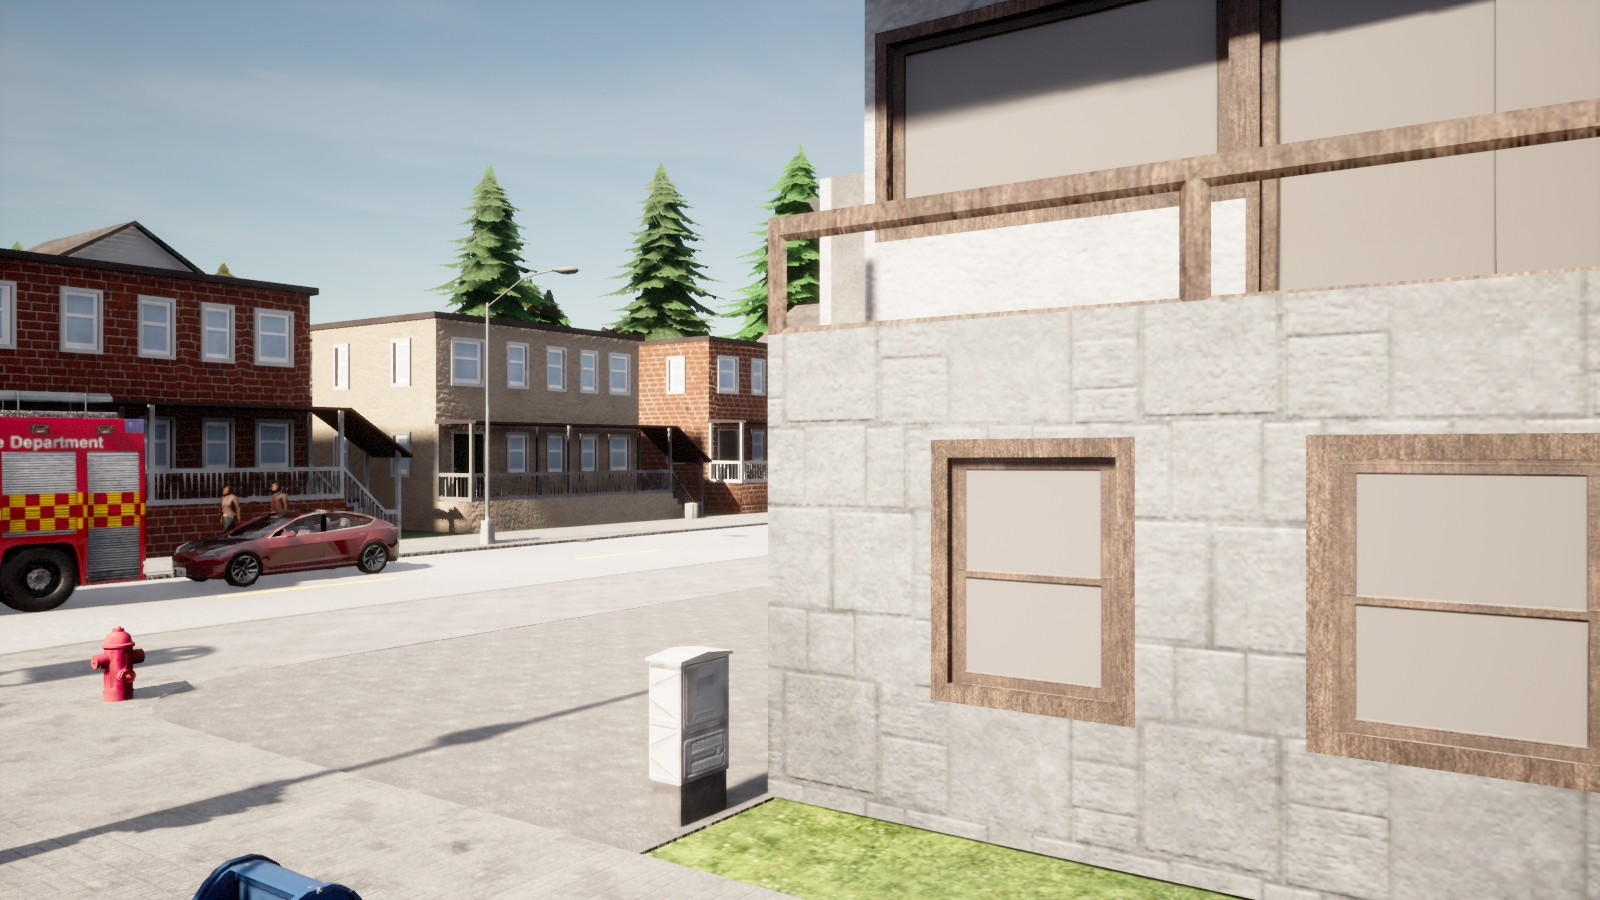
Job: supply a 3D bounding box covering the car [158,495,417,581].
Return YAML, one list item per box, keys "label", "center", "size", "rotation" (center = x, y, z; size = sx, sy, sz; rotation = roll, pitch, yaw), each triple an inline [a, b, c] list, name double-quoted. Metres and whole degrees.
- label: "car"
  center: [-11.152, 1.843, 25.200]
  size: [2.163, 1.488, 4.792]
  rotation: [0, 0, 35]

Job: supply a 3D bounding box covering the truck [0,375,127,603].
- label: "truck"
  center: [-16.003, 0.669, 18.343]
  size: [2.891, 3.827, 8.468]
  rotation: [0, 0, 41]

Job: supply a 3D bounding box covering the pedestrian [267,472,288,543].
- label: "pedestrian"
  center: [-13.889, 1.516, 30.389]
  size: [0.375, 1.860, 0.375]
  rotation: [0, 0, 35]

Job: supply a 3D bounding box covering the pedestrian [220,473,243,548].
- label: "pedestrian"
  center: [-14.356, 1.516, 28.850]
  size: [0.375, 1.860, 0.375]
  rotation: [0, 0, 28]
